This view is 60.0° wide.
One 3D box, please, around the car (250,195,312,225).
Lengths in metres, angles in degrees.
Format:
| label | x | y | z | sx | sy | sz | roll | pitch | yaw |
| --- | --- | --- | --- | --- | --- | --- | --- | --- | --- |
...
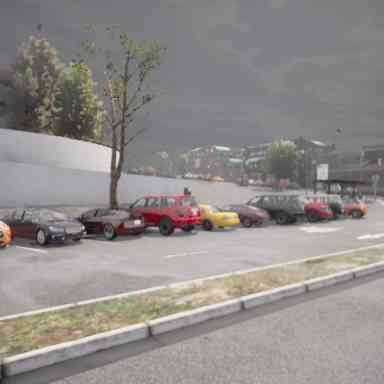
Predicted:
| label | x | y | z | sx | sy | sz | roll | pitch | yaw |
| --- | --- | --- | --- | --- | --- | --- | --- | --- | --- |
| car | 5.294 | 1.227 | 23.983 | 5.566 | 2.045 | 2.435 | -1 | -1 | 35 |

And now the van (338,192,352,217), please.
| label | x | y | z | sx | sy | sz | roll | pitch | yaw |
| --- | --- | --- | --- | --- | --- | --- | --- | --- | --- |
| van | 10.345 | 1.248 | 27.359 | 4.442 | 1.987 | 1.878 | -1 | -1 | 35 |

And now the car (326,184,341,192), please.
| label | x | y | z | sx | sy | sz | roll | pitch | yaw |
| --- | --- | --- | --- | --- | --- | --- | --- | --- | --- |
| car | 25.946 | -0.539 | 60.075 | 2.435 | 2.045 | 5.566 | 7 | 3 | 35 |

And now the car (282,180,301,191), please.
| label | x | y | z | sx | sy | sz | roll | pitch | yaw |
| --- | --- | --- | --- | --- | --- | --- | --- | --- | --- |
| car | 20.733 | -1.105 | 67.459 | 2.231 | 1.521 | 4.892 | 7 | 3 | 35 |

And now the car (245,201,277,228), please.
| label | x | y | z | sx | sy | sz | roll | pitch | yaw |
| --- | --- | --- | --- | --- | --- | --- | --- | --- | --- |
| car | 2.867 | 1.519 | 22.226 | 4.674 | 1.452 | 2.002 | -1 | 0 | 35 |

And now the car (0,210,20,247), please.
| label | x | y | z | sx | sy | sz | roll | pitch | yaw |
| --- | --- | --- | --- | --- | --- | --- | --- | --- | --- |
| car | -9.389 | 1.366 | 13.551 | 4.553 | 1.767 | 2.185 | -1 | -1 | 34 |

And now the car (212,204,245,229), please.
| label | x | y | z | sx | sy | sz | roll | pitch | yaw |
| --- | --- | --- | --- | --- | --- | --- | --- | --- | --- |
| car | 0.261 | 1.479 | 20.598 | 5.366 | 1.575 | 1.946 | -1 | 0 | 35 |

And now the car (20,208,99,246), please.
| label | x | y | z | sx | sy | sz | roll | pitch | yaw |
| --- | --- | --- | --- | --- | --- | --- | --- | --- | --- |
| car | -6.923 | 1.488 | 15.277 | 4.892 | 1.521 | 2.231 | -1 | -1 | 35 |

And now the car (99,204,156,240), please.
| label | x | y | z | sx | sy | sz | roll | pitch | yaw |
| --- | --- | --- | --- | --- | --- | --- | --- | --- | --- |
| car | -4.503 | 1.513 | 17.024 | 4.792 | 1.488 | 2.163 | -1 | 0 | 35 |

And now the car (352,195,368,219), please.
| label | x | y | z | sx | sy | sz | roll | pitch | yaw |
| --- | --- | --- | --- | --- | --- | --- | --- | --- | --- |
| car | 12.754 | 1.349 | 29.110 | 4.553 | 1.767 | 2.185 | -1 | -1 | 35 |

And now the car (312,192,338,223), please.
| label | x | y | z | sx | sy | sz | roll | pitch | yaw |
| --- | --- | --- | --- | --- | --- | --- | --- | --- | --- |
| car | 7.807 | 1.225 | 25.689 | 5.566 | 2.045 | 2.435 | -1 | -1 | 35 |

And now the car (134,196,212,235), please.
| label | x | y | z | sx | sy | sz | roll | pitch | yaw |
| --- | --- | --- | --- | --- | --- | --- | --- | --- | --- |
| car | -2.059 | 1.230 | 18.770 | 5.566 | 2.045 | 2.435 | -1 | 0 | 35 |

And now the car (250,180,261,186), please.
| label | x | y | z | sx | sy | sz | roll | pitch | yaw |
| --- | --- | --- | --- | --- | --- | --- | --- | --- | --- |
| car | 15.668 | -1.926 | 75.022 | 1.946 | 1.575 | 5.366 | 7 | 3 | 35 |

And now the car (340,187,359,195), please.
| label | x | y | z | sx | sy | sz | roll | pitch | yaw |
| --- | --- | --- | --- | --- | --- | --- | --- | --- | --- |
| car | 27.638 | 0.023 | 57.604 | 2.002 | 1.452 | 4.674 | 7 | 3 | 35 |

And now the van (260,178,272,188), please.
| label | x | y | z | sx | sy | sz | roll | pitch | yaw |
| --- | --- | --- | --- | --- | --- | --- | --- | --- | --- |
| van | 17.242 | -1.877 | 72.291 | 1.878 | 1.987 | 4.442 | 7 | 4 | 35 |

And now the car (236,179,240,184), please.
| label | x | y | z | sx | sy | sz | roll | pitch | yaw |
| --- | --- | --- | --- | --- | --- | --- | --- | --- | --- |
| car | 12.092 | -2.430 | 79.804 | 2.002 | 1.452 | 4.674 | 7 | 3 | 35 |

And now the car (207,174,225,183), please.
| label | x | y | z | sx | sy | sz | roll | pitch | yaw |
| --- | --- | --- | --- | --- | --- | --- | --- | --- | --- |
| car | 6.984 | -3.290 | 87.312 | 1.946 | 1.575 | 5.366 | 7 | 3 | 34 |

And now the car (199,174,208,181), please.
| label | x | y | z | sx | sy | sz | roll | pitch | yaw |
| --- | --- | --- | --- | --- | --- | --- | --- | --- | --- |
| car | 5.132 | -3.812 | 89.570 | 2.435 | 2.045 | 5.566 | 7 | 4 | 34 |

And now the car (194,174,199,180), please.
| label | x | y | z | sx | sy | sz | roll | pitch | yaw |
| --- | --- | --- | --- | --- | --- | --- | --- | --- | --- |
| car | 3.337 | -3.964 | 92.036 | 2.185 | 1.767 | 4.553 | 6 | 3 | 34 |

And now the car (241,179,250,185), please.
| label | x | y | z | sx | sy | sz | roll | pitch | yaw |
| --- | --- | --- | --- | --- | --- | --- | --- | --- | --- |
| car | 13.835 | -2.157 | 77.342 | 2.002 | 1.452 | 4.674 | 7 | 4 | 35 |

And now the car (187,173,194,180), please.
| label | x | y | z | sx | sy | sz | roll | pitch | yaw |
| --- | --- | --- | --- | --- | --- | --- | --- | --- | --- |
| car | 1.606 | -4.198 | 94.505 | 2.185 | 1.767 | 4.553 | 4 | 1 | 33 |

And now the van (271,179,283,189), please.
| label | x | y | z | sx | sy | sz | roll | pitch | yaw |
| --- | --- | --- | --- | --- | --- | --- | --- | --- | --- |
| van | 18.972 | -1.604 | 69.821 | 1.878 | 1.987 | 4.442 | 7 | 4 | 35 |
